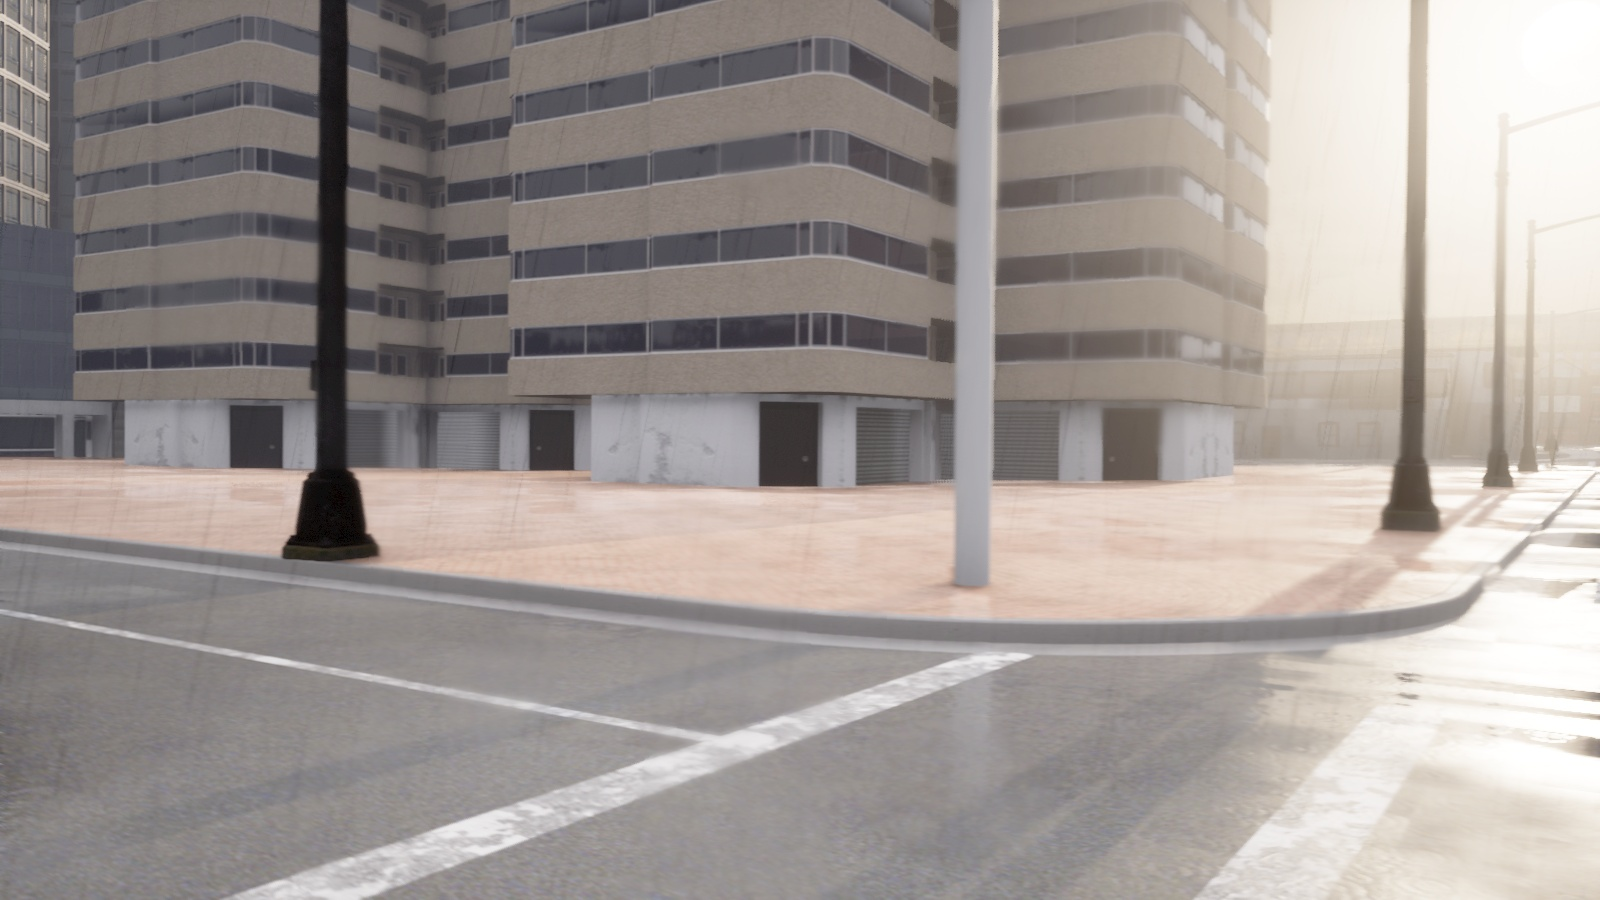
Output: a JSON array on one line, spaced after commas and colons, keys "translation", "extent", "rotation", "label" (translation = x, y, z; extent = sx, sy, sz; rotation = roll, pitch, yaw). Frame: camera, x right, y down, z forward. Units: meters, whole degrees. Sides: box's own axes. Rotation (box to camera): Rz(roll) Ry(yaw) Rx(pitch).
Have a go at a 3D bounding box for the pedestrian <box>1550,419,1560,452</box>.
[{"translation": [41.868, -0.814, 69.653], "extent": [0.431, 1.840, 0.703], "rotation": [0, 1, 29], "label": "pedestrian"}]
